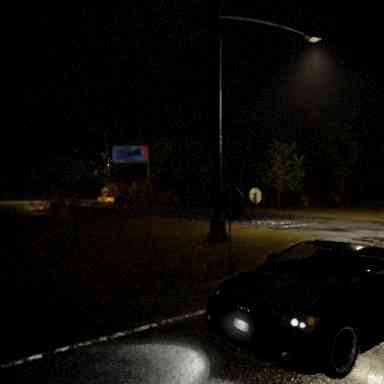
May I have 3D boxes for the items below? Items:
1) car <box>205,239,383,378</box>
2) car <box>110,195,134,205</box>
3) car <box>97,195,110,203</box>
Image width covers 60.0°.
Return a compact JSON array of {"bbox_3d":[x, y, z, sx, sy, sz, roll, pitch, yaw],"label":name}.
[{"bbox_3d":[2.261,1.535,5.495,4.181,1.385,1.994,0,0,-36],"label":"car"},{"bbox_3d":[-11.135,1.244,54.121,1.882,1.535,5.008,0,0,-33],"label":"car"},{"bbox_3d":[-15.937,1.227,61.219,1.882,1.535,5.008,0,0,-34],"label":"car"}]
